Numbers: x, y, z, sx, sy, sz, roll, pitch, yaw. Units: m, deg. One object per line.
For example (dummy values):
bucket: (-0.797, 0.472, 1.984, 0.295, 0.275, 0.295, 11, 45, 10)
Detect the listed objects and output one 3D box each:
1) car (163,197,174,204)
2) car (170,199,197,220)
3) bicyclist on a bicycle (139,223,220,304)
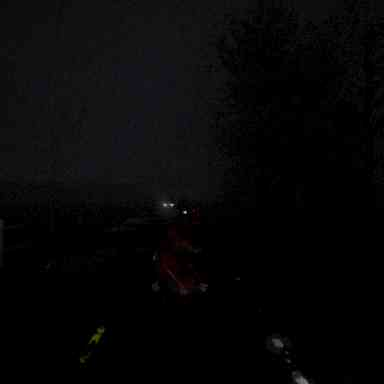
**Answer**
car: (-4.393, 1.559, 63.172, 1.994, 1.385, 4.181, 0, 0, -1)
car: (-0.588, 1.561, 28.012, 1.994, 1.385, 4.181, 0, 0, -1)
bicyclist on a bicycle: (-0.249, 1.453, 6.692, 1.656, 1.620, 0.582, 0, 0, -1)
